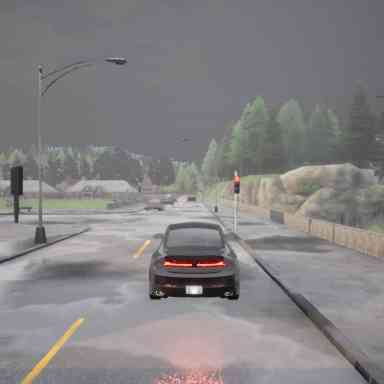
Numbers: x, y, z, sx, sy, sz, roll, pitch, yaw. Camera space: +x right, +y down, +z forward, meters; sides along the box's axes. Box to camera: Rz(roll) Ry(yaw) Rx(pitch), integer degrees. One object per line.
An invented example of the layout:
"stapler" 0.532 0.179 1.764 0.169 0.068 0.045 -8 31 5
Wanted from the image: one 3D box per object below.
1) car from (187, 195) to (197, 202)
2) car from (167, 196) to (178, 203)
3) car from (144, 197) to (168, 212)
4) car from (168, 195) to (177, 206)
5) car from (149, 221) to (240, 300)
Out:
"car" -0.032 1.324 70.999 1.882 1.535 5.008 0 0 0
"car" -4.031 1.503 69.274 1.837 1.490 4.892 0 0 0
"car" -4.224 1.525 38.652 1.812 1.442 4.674 0 0 3
"car" -4.113 1.564 55.641 1.994 1.385 4.181 0 0 0
"car" 0.057 1.505 8.381 1.837 1.490 4.892 0 0 0
